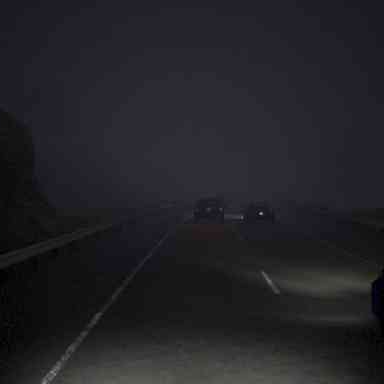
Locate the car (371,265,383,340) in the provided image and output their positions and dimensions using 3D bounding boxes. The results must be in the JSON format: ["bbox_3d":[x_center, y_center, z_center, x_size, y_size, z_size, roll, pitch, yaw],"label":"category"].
[{"bbox_3d":[3.657,1.207,2.470,2.150,2.045,5.566,0,0,1],"label":"car"}]

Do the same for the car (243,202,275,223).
[{"bbox_3d":[4.833,1.416,24.364,1.994,1.385,4.181,0,0,5],"label":"car"}]

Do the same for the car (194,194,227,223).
[{"bbox_3d":[1.327,1.202,24.385,2.097,1.767,4.553,0,0,5],"label":"car"}]
